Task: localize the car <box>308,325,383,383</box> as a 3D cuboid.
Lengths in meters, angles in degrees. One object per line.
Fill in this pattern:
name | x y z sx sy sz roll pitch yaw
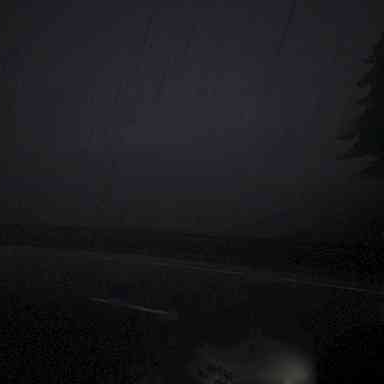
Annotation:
car | 3.363 1.549 1.651 5.357 1.411 2.033 0 0 37
